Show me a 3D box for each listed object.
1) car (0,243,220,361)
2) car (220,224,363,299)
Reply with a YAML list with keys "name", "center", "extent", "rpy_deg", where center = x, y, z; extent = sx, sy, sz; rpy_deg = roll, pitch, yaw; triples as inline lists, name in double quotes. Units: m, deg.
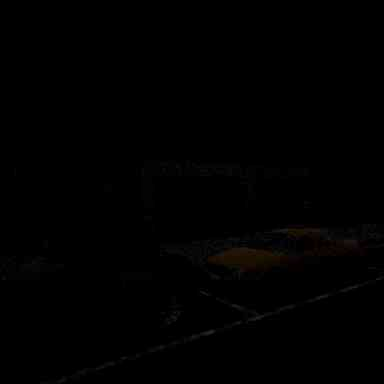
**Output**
- name: "car"
  center: [-1.885, 1.563, 5.316]
  extent: [4.313, 1.339, 1.947]
  rpy_deg: [0, -1, -36]
- name: "car"
  center: [2.457, 1.513, 8.417]
  extent: [4.829, 1.417, 1.752]
  rpy_deg: [0, -1, -36]
